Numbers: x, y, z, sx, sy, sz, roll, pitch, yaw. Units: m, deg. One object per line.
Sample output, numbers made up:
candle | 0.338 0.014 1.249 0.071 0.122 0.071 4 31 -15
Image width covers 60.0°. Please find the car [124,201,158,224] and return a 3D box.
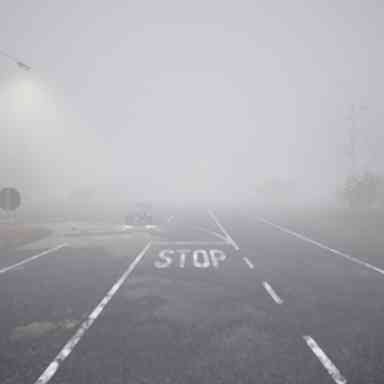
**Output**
car | -3.481 1.373 23.341 1.812 1.442 4.674 0 0 0
